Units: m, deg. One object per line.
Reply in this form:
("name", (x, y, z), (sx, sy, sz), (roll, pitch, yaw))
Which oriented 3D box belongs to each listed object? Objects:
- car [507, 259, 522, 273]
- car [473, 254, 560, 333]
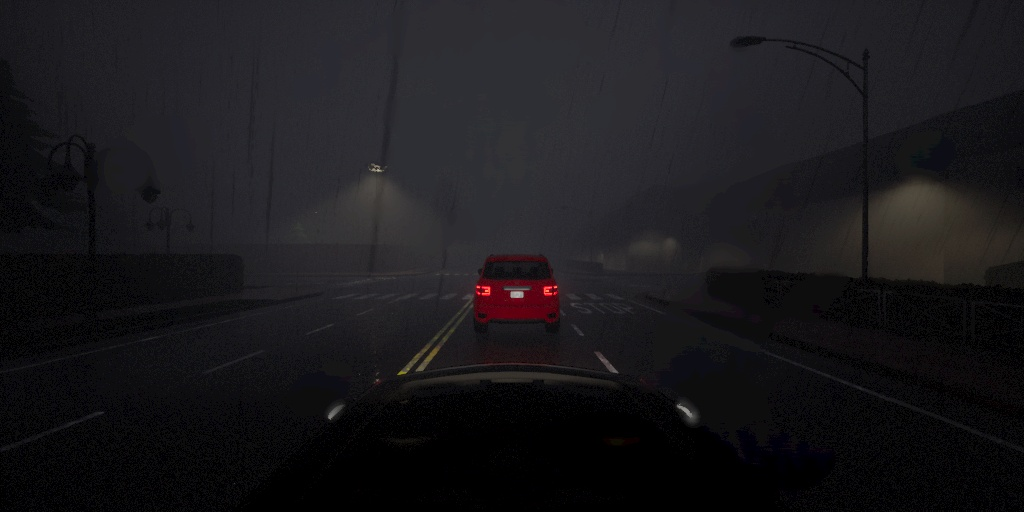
("car", (0.348, 1.228, 45.560), (1.882, 1.535, 5.008), (0, 0, 1))
("car", (0.120, 0.971, 10.841), (2.150, 2.045, 5.566), (0, 0, 0))
